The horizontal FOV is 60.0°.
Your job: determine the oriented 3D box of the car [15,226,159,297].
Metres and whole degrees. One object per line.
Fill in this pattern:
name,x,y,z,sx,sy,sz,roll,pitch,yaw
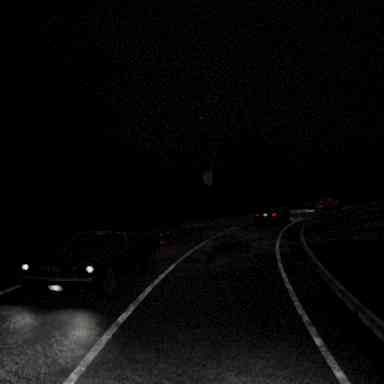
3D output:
car,-2.391,1.652,8.901,1.895,1.301,4.718,-1,-1,10

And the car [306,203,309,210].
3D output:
car,17.621,1.683,46.055,4.718,1.301,1.895,-1,-3,-43

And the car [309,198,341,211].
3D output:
car,16.132,1.410,39.575,1.882,1.535,5.008,-5,-2,41

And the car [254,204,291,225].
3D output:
car,6.004,1.597,24.634,2.033,1.411,5.357,-2,-1,25
